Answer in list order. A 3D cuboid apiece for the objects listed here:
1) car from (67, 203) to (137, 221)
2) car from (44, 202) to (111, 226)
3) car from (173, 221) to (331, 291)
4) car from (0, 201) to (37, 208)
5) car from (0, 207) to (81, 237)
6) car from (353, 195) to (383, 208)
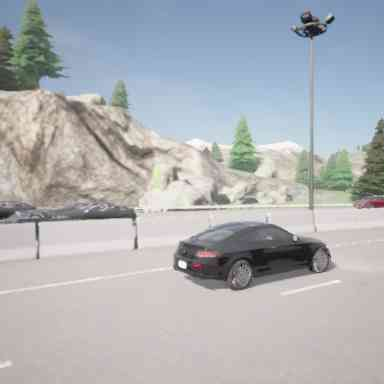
[{"bbox_3d":[-5.891,1.432,20.895,4.902,1.511,2.128,0,0,-32],"label":"car"},{"bbox_3d":[-8.090,1.496,23.634,4.181,1.385,1.994,0,0,-32],"label":"car"},{"bbox_3d":[1.710,1.504,8.931,4.674,1.442,1.812,0,0,-33],"label":"car"},{"bbox_3d":[-13.777,1.417,24.071,4.902,1.511,2.128,0,0,-34],"label":"car"},{"bbox_3d":[-7.933,1.554,15.395,4.718,1.301,1.895,0,0,-34],"label":"car"},{"bbox_3d":[23.041,1.263,42.758,4.553,1.767,2.097,0,0,-19],"label":"car"}]
